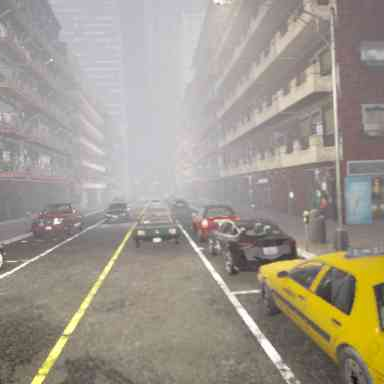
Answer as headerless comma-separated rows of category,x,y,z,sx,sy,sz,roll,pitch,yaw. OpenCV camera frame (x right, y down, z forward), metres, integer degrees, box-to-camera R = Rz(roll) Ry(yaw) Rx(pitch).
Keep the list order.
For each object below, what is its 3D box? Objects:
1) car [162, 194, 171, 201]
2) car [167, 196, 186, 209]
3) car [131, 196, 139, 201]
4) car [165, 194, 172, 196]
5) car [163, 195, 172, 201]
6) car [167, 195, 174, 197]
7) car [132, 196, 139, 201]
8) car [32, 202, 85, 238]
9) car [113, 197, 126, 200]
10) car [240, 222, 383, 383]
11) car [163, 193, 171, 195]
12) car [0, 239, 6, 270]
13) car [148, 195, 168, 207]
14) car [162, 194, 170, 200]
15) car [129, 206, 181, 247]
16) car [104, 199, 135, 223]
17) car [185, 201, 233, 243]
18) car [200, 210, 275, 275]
car,-6.283,1.369,82.323,1.887,1.381,4.507,-4,0,-6
car,-1.411,1.408,37.772,1.947,1.339,4.313,-4,0,-6
car,-15.824,1.792,92.580,1.887,1.381,4.507,-4,0,-6
car,-2.649,1.362,49.079,1.752,1.417,4.829,-4,0,-6
car,-5.673,1.377,76.754,2.008,1.369,4.403,-4,0,-6
car,-2.021,1.390,43.342,2.008,1.369,4.403,-4,0,-6
car,-15.214,1.815,87.011,1.947,1.339,4.313,-4,0,-6
car,-7.923,1.591,20.183,2.192,1.841,5.009,-4,0,-6
car,-10.952,1.813,48.029,2.008,1.369,4.403,-4,0,-6
car,2.221,1.384,4.528,1.752,1.417,4.829,-4,0,-6
car,-3.854,1.273,60.048,1.967,1.590,4.097,-4,0,-6
car,-6.690,1.832,9.047,2.008,1.369,4.403,-4,0,-6
car,-4.131,1.498,38.884,1.812,1.442,4.674,-3,0,-6
car,-6.891,1.389,87.892,1.947,1.339,4.313,-4,0,-6
car,-1.596,1.588,15.236,1.895,1.301,4.718,-3,0,-6
car,-5.975,1.640,27.298,1.837,1.490,4.892,-3,0,-6
car,1.016,1.293,15.496,1.967,1.590,4.097,-4,0,-6
car,1.633,1.422,9.928,1.947,1.339,4.313,-4,0,-6
